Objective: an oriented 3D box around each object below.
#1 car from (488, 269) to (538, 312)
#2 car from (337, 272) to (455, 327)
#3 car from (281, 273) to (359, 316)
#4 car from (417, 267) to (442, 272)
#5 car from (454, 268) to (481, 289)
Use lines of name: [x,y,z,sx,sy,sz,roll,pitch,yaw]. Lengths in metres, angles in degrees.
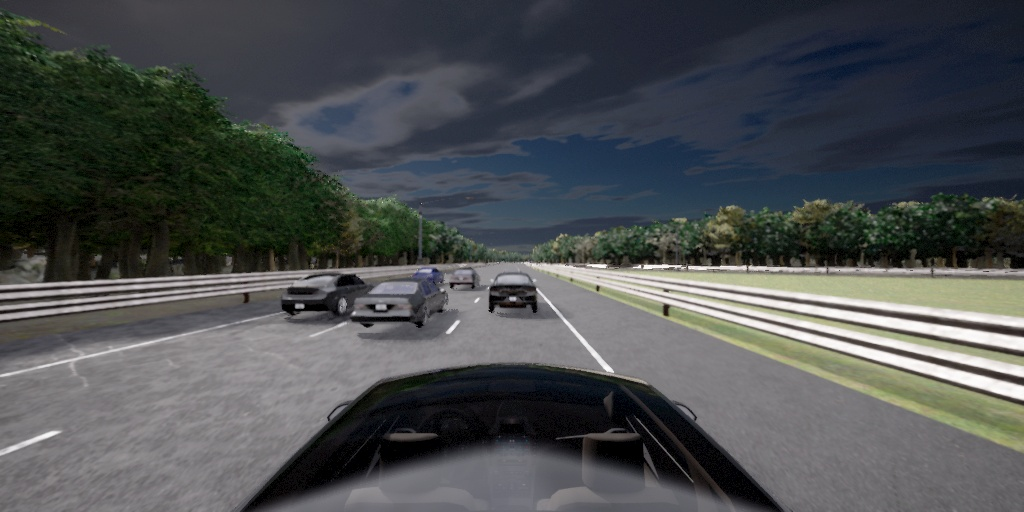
car: [0.055,1.411,15.347,1.882,1.535,5.008,0,0,0]
car: [-3.474,1.437,12.055,2.033,1.411,5.357,0,-1,0]
car: [-6.952,1.426,14.202,1.837,1.490,4.892,0,0,0]
car: [-6.945,1.664,29.941,1.812,1.442,4.674,0,-1,1]
car: [-3.471,1.645,27.041,2.033,1.411,5.357,0,-1,0]
